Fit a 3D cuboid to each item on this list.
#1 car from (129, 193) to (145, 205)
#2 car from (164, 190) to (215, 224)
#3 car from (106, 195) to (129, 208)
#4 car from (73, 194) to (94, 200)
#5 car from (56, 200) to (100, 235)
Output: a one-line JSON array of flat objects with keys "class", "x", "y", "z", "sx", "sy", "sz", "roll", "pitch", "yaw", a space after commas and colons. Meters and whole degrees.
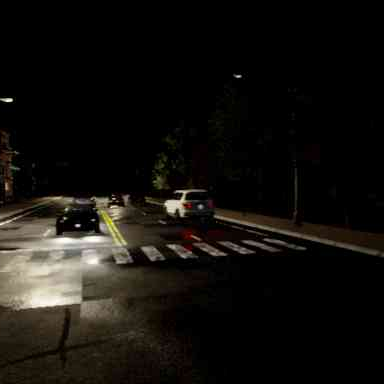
[{"class": "car", "x": -7.575, "y": 0.871, "z": 45.319, "sx": 1.882, "sy": 1.535, "sz": 5.008, "roll": -1, "pitch": 1, "yaw": -17}, {"class": "car", "x": -0.308, "y": 0.891, "z": 21.908, "sx": 2.150, "sy": 2.045, "sz": 5.566, "roll": -1, "pitch": 1, "yaw": -17}, {"class": "car", "x": -8.908, "y": 1.052, "z": 38.661, "sx": 2.033, "sy": 1.411, "sz": 5.357, "roll": -1, "pitch": 1, "yaw": -17}, {"class": "car", "x": -8.484, "y": 1.185, "z": 25.733, "sx": 2.128, "sy": 1.511, "sz": 4.902, "roll": -1, "pitch": 1, "yaw": -17}, {"class": "car", "x": -5.892, "y": 1.357, "z": 17.347, "sx": 1.994, "sy": 1.385, "sz": 4.181, "roll": -1, "pitch": 1, "yaw": -17}]
